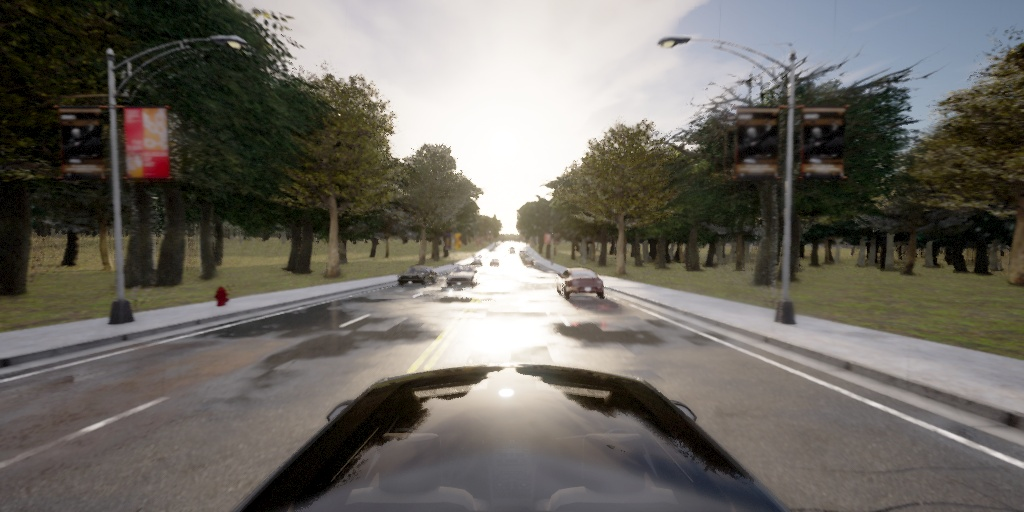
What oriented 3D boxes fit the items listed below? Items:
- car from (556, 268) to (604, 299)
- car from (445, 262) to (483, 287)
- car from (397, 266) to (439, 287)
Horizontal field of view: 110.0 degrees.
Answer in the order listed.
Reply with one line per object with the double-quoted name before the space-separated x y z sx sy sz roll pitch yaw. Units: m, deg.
"car" 3.357 1.306 18.149 1.812 1.442 4.674 0 0 0
"car" -3.337 1.363 25.252 2.033 1.411 5.357 0 0 0
"car" -6.587 1.418 25.426 1.895 1.301 4.718 0 0 0
